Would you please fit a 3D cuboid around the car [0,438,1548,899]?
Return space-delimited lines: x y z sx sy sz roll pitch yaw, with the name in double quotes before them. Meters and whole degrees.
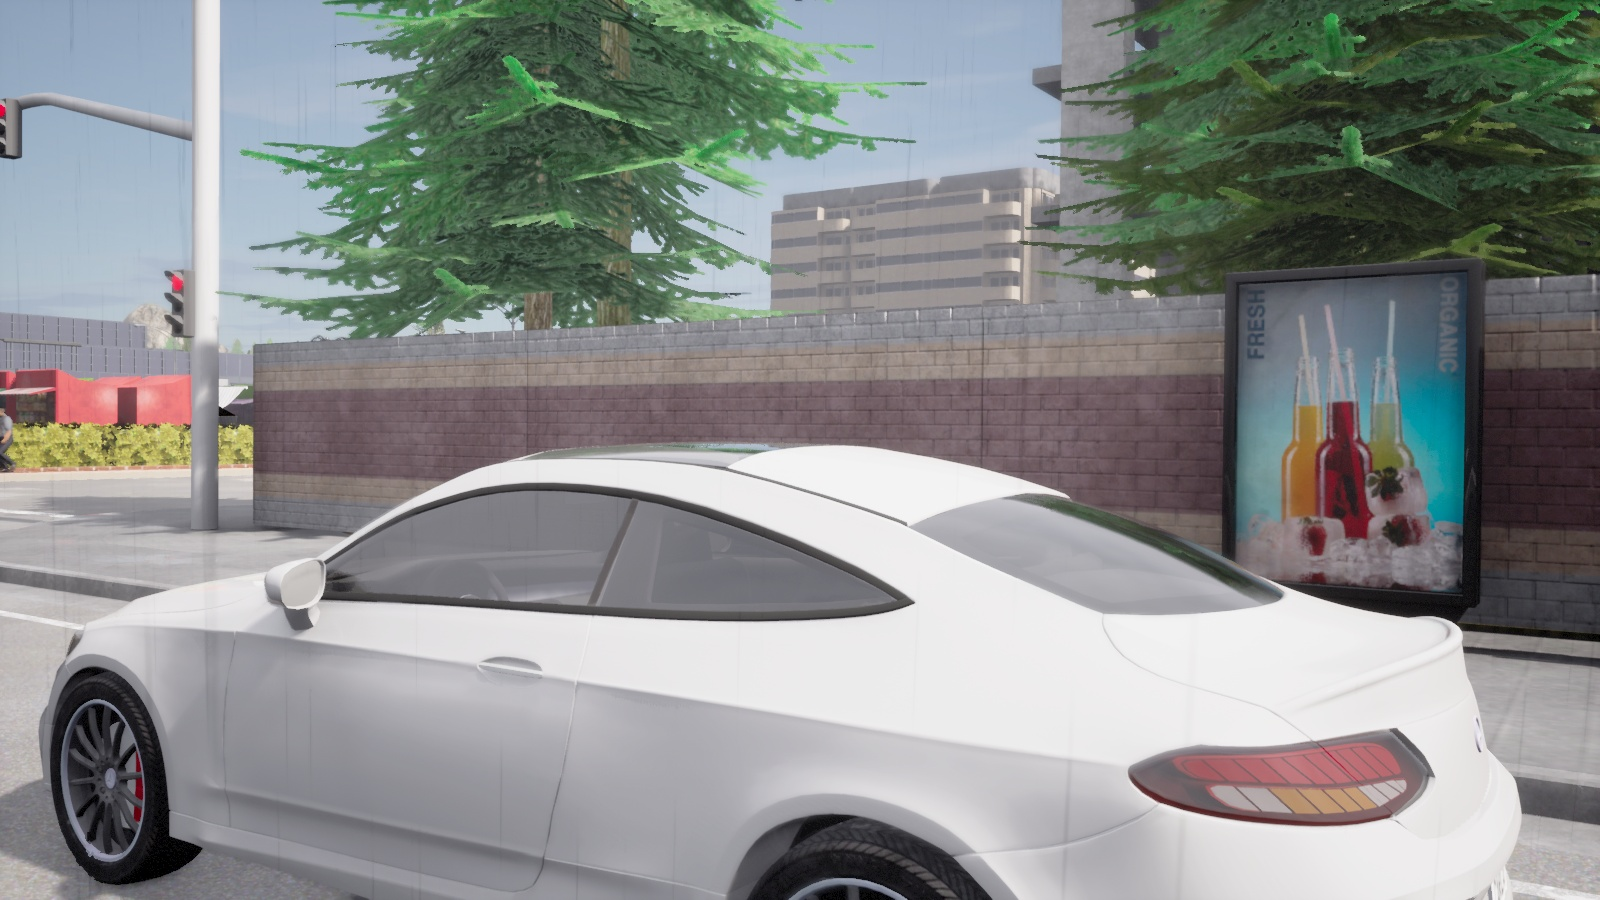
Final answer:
"car" -0.437 0.708 3.912 4.674 1.442 1.812 0 1 33

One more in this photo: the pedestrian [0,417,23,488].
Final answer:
"pedestrian" -21.003 0.068 33.119 0.540 1.848 0.694 0 1 35
